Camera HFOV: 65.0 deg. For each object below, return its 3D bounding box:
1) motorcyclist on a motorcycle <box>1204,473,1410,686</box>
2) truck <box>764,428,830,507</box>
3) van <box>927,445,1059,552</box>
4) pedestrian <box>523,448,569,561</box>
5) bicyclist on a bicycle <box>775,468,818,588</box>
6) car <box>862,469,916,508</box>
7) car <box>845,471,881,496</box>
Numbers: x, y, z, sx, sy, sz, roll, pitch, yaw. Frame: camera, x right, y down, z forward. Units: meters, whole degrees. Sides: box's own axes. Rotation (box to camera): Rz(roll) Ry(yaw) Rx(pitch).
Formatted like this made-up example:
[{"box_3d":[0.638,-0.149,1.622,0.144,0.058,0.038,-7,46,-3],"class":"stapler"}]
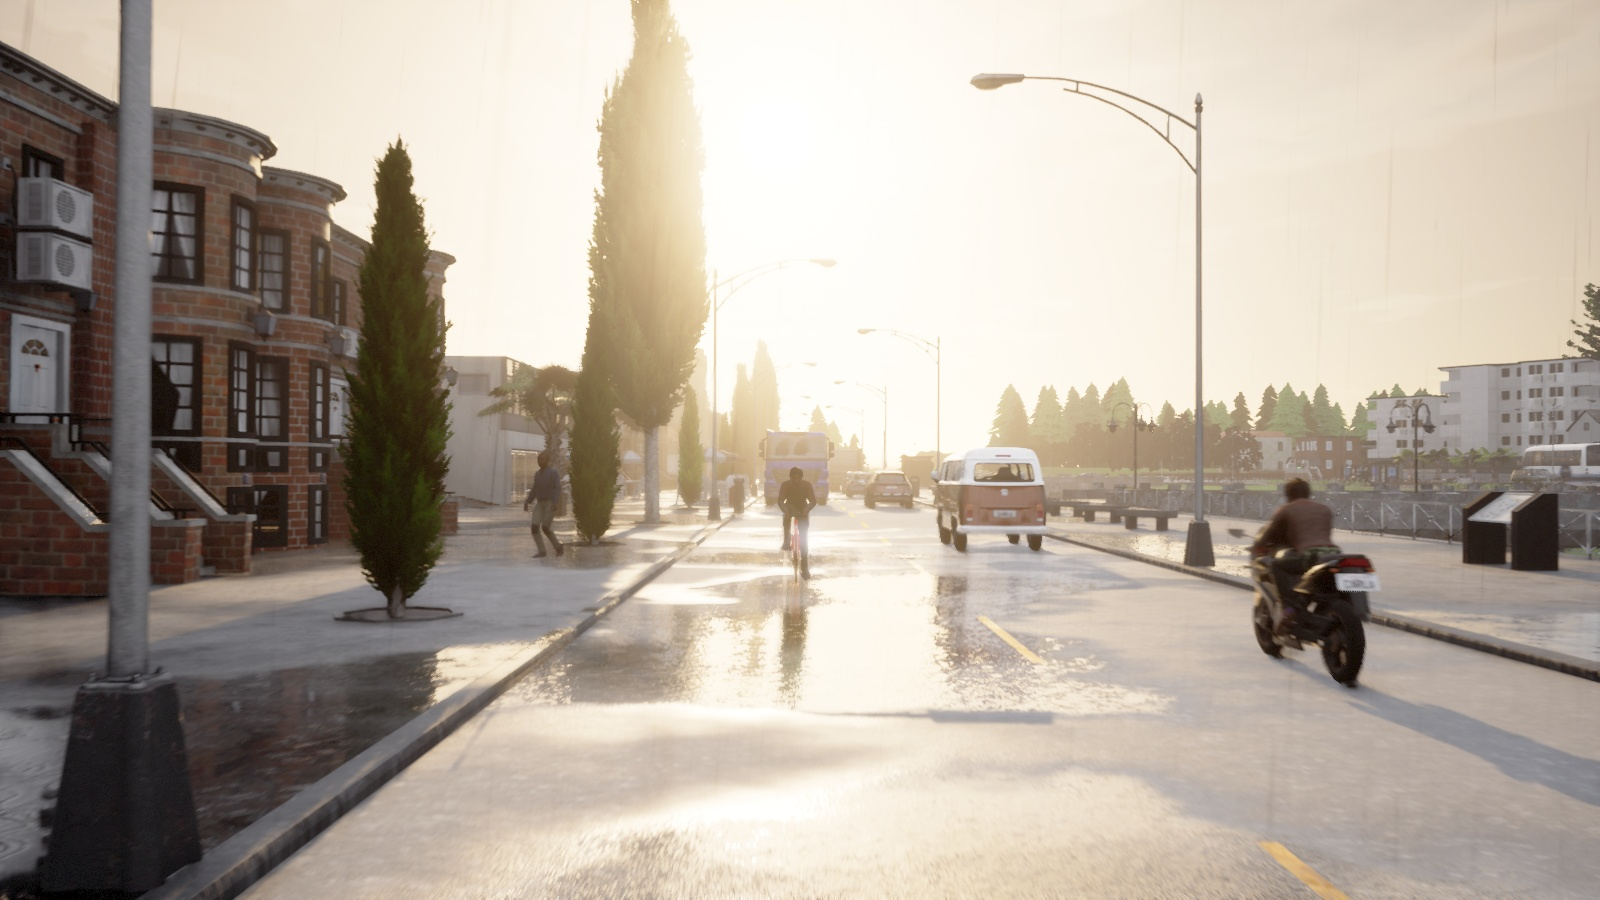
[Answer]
[{"box_3d":[3.973,0.949,10.048,0.797,1.523,2.044,0,-1,0],"class":"motorcyclist on a motorcycle"},{"box_3d":[-0.157,0.825,59.230,2.891,3.462,7.936,0,-1,0],"class":"truck"},{"box_3d":[3.930,0.964,26.365,2.069,2.038,4.480,0,-1,0],"class":"van"},{"box_3d":[-4.214,0.890,20.841,0.370,1.835,0.726,-1,-1,28],"class":"pedestrian"},{"box_3d":[-0.046,1.067,17.877,0.582,1.620,1.656,0,-1,0],"class":"bicyclist on a bicycle"},{"box_3d":[3.856,1.653,55.177,2.033,1.649,4.856,0,-1,0],"class":"car"},{"box_3d":[3.802,2.043,76.354,1.970,1.475,3.806,0,-1,0],"class":"car"}]
